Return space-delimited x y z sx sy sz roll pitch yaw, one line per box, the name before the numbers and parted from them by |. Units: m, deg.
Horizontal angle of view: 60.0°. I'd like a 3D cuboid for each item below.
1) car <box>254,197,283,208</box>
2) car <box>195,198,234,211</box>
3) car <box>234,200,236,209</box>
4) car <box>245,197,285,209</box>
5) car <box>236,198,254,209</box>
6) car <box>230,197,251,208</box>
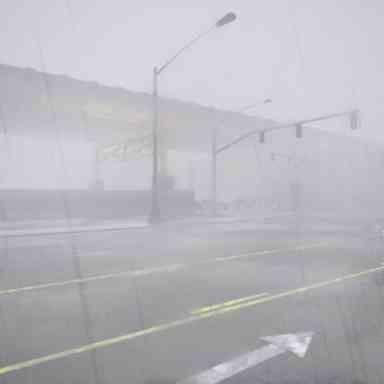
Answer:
car | 10.161 1.355 46.731 4.536 1.218 1.853 0 0 -7
car | 2.505 1.339 40.301 4.536 1.218 1.853 0 0 8
car | 2.557 1.496 40.293 4.974 1.542 2.038 0 0 8
car | 10.212 1.513 46.738 4.974 1.542 2.038 0 0 -7
car | 6.302 1.504 42.978 2.038 1.542 4.974 0 0 18
car | 6.318 1.346 43.028 1.853 1.218 4.536 0 0 18
